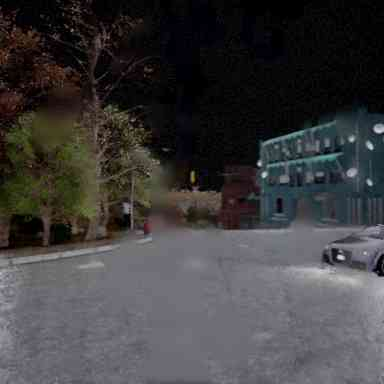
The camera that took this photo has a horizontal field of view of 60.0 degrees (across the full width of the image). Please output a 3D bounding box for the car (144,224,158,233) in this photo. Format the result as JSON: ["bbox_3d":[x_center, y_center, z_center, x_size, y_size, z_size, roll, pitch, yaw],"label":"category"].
[{"bbox_3d":[-6.142,5.478,50.299,1.895,1.301,4.718,-1,-6,-5],"label":"car"}]

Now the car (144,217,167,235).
[{"bbox_3d":[-4.564,4.060,40.372,2.150,2.045,5.566,-1,-6,-12],"label":"car"}]

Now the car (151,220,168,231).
[{"bbox_3d":[-6.039,6.377,62.864,2.150,2.045,5.566,0,-6,5],"label":"car"}]

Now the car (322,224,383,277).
[{"bbox_3d":[6.349,1.774,10.851,4.181,1.385,1.994,-1,-1,-23],"label":"car"}]
